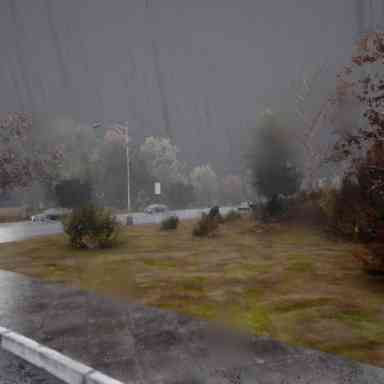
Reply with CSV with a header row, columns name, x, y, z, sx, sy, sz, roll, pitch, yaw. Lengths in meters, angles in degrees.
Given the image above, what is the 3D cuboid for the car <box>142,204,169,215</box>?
name,x,y,z,sx,sy,sz,roll,pitch,yaw
car,-5.391,2.529,49.233,1.837,1.490,4.892,-3,-2,32

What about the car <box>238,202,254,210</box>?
name,x,y,z,sx,sy,sz,roll,pitch,yaw
car,8.652,2.206,51.479,1.994,1.385,4.181,-3,-2,32

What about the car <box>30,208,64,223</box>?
name,x,y,z,sx,sy,sz,roll,pitch,yaw
car,-14.464,2.437,34.975,2.128,1.511,4.902,-3,-2,33
